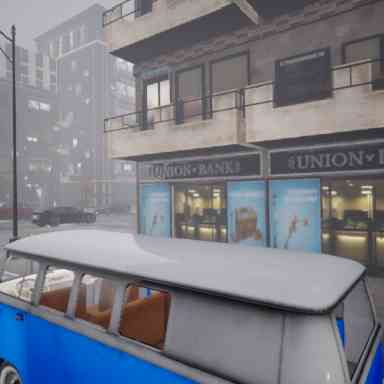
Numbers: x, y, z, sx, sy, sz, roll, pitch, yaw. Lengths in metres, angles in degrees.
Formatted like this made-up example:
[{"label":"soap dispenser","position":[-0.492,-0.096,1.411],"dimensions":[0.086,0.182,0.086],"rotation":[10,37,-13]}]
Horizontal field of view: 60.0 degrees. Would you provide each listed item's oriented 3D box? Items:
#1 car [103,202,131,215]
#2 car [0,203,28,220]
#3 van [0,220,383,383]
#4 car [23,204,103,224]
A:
[{"label":"car","position":[-8.574,1.797,36.366],"dimensions":[1.947,1.339,4.313],"rotation":[-2,-1,36]},{"label":"car","position":[-15.251,1.608,27.280],"dimensions":[1.967,1.590,4.097],"rotation":[-2,-1,36]},{"label":"van","position":[-0.399,1.342,3.144],"dimensions":[3.998,1.788,1.690],"rotation":[0,-1,36]},{"label":"car","position":[-8.499,1.583,22.314],"dimensions":[1.947,1.339,4.313],"rotation":[-2,-1,36]}]
